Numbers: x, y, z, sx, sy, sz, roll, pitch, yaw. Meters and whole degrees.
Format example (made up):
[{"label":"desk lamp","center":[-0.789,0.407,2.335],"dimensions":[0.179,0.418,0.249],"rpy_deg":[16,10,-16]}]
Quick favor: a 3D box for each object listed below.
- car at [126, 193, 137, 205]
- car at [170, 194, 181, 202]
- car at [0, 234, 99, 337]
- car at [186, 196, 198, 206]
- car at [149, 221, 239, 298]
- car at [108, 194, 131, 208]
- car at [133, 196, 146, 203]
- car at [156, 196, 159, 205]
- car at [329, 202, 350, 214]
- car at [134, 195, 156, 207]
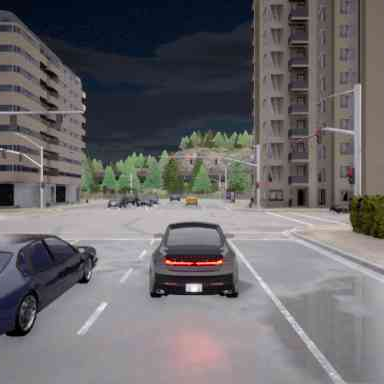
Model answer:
[{"label":"car","center":[-10.672,1.213,57.433],"dimensions":[2.150,2.045,5.566],"rpy_deg":[0,0,0]},{"label":"car","center":[-3.625,1.183,72.963],"dimensions":[2.097,1.767,4.553],"rpy_deg":[0,0,0]},{"label":"car","center":[-3.461,1.546,6.576],"dimensions":[2.033,1.411,5.357],"rpy_deg":[0,0,0]},{"label":"car","center":[-0.027,1.469,56.299],"dimensions":[1.882,1.535,5.008],"rpy_deg":[0,0,0]},{"label":"car","center":[0.049,1.504,8.505],"dimensions":[1.837,1.490,4.892],"rpy_deg":[0,0,0]},{"label":"car","center":[-10.665,1.484,47.567],"dimensions":[2.128,1.511,4.902],"rpy_deg":[0,0,0]},{"label":"car","center":[-10.625,1.553,67.467],"dimensions":[1.994,1.385,4.181],"rpy_deg":[0,0,0]},{"label":"car","center":[-7.169,1.343,59.502],"dimensions":[2.097,1.767,4.553],"rpy_deg":[0,0,0]},{"label":"car","center":[17.286,1.542,34.639],"dimensions":[5.357,1.411,2.033],"rpy_deg":[0,0,0]},{"label":"car","center":[-7.161,1.556,50.924],"dimensions":[1.994,1.385,4.181],"rpy_deg":[0,0,0]}]
